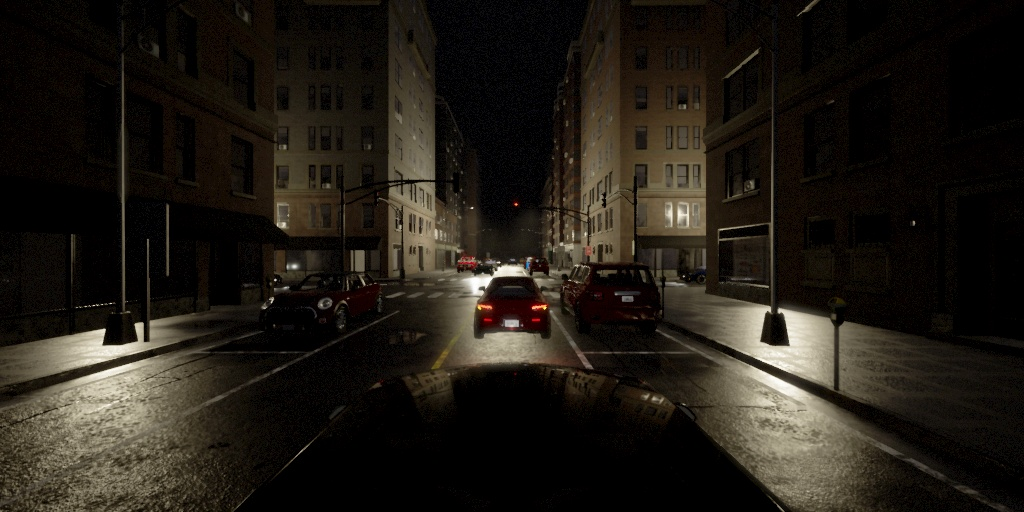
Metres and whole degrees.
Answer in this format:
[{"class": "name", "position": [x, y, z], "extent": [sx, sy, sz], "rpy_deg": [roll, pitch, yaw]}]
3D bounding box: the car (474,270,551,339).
[{"class": "car", "position": [0.022, 1.276, 9.947], "extent": [1.812, 1.442, 4.674], "rpy_deg": [0, 0, 1]}]

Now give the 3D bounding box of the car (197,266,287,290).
[{"class": "car", "position": [-17.076, 1.362, 22.846], "extent": [4.181, 1.385, 1.994], "rpy_deg": [0, 0, 0]}]

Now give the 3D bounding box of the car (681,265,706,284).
[{"class": "car", "position": [14.290, 1.271, 25.666], "extent": [4.181, 1.385, 1.994], "rpy_deg": [0, 0, 0]}]

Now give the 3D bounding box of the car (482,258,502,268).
[{"class": "car", "position": [-2.763, 1.295, 46.860], "extent": [2.033, 1.411, 5.357], "rpy_deg": [0, 0, 1]}]

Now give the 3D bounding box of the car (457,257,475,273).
[{"class": "car", "position": [-5.341, 1.063, 43.166], "extent": [2.192, 1.841, 5.009], "rpy_deg": [0, 0, 0]}]

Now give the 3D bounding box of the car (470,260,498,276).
[{"class": "car", "position": [-2.785, 1.349, 36.496], "extent": [1.895, 1.301, 4.718], "rpy_deg": [0, 0, 0]}]

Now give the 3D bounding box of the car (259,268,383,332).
[{"class": "car", "position": [-5.373, 1.190, 10.606], "extent": [1.967, 1.591, 4.097], "rpy_deg": [0, 0, 0]}]

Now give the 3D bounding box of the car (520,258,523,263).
[{"class": "car", "position": [2.786, 1.062, 54.159], "extent": [2.192, 1.841, 5.009], "rpy_deg": [0, 0, 0]}]

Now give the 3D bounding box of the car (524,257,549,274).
[{"class": "car", "position": [2.767, 1.063, 37.647], "extent": [2.192, 1.841, 5.009], "rpy_deg": [0, 0, 0]}]

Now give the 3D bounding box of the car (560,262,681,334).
[{"class": "car", "position": [2.652, 1.065, 10.591], "extent": [2.192, 1.841, 5.009], "rpy_deg": [0, 0, 0]}]
